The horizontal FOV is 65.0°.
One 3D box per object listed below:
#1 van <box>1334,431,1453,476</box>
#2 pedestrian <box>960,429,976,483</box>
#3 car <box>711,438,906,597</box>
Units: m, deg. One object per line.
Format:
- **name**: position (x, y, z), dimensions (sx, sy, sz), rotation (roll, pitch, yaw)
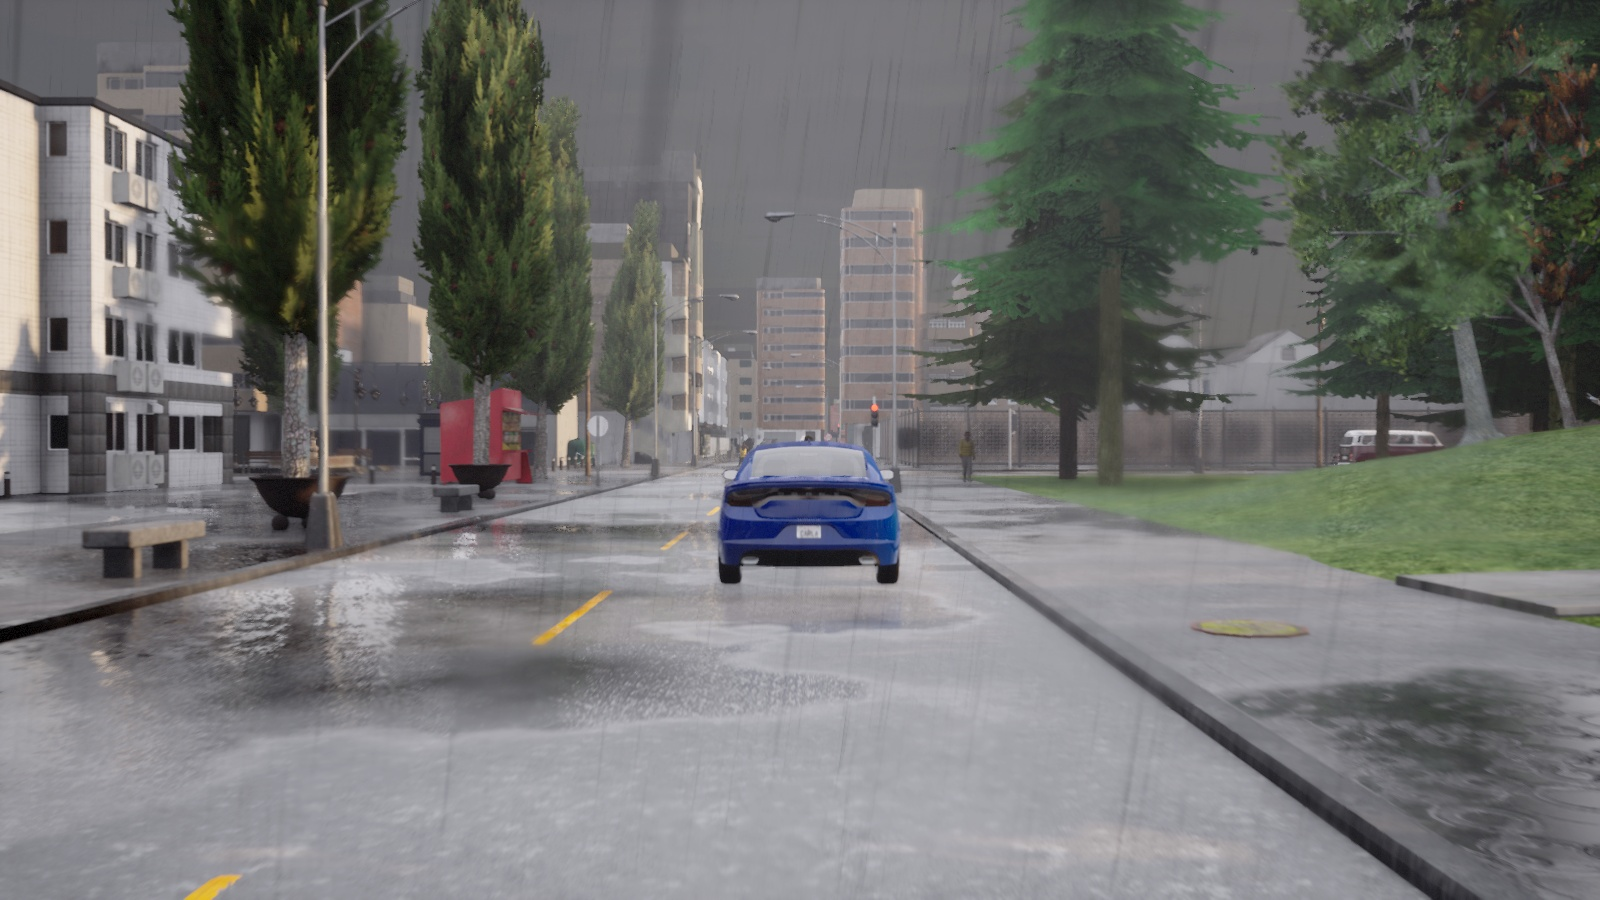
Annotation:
- **van**: position (27.325, 0.133, 57.925), dimensions (4.480, 2.038, 2.069), rotation (0, 0, 0)
- **pedestrian**: position (5.766, 0.195, 43.016), dimensions (0.431, 1.840, 0.709), rotation (0, 0, -2)
- **car**: position (0.101, 0.634, 14.622), dimensions (1.882, 1.535, 5.008), rotation (0, 0, 0)
